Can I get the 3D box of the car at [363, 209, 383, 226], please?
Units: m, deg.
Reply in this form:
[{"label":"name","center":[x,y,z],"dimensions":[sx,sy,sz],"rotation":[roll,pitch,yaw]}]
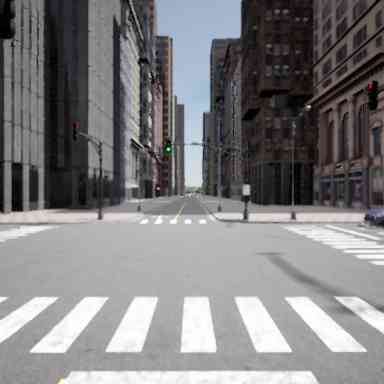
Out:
[{"label":"car","center":[13.354,1.343,21.007],"dimensions":[4.553,1.767,2.097],"rotation":[0,0,0]}]
